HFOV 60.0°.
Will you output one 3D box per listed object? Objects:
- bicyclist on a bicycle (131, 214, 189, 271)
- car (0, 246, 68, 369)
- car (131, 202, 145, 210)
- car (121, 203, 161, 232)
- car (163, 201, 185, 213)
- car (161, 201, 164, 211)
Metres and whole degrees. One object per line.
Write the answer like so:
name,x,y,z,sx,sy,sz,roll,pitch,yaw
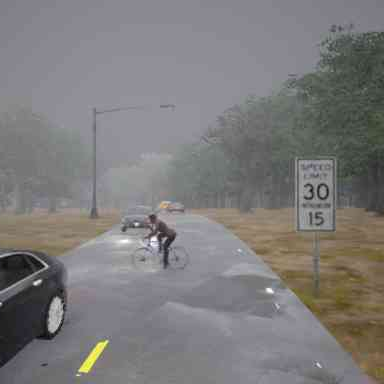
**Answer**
bicyclist on a bicycle,-0.933,1.455,9.523,1.656,1.620,0.582,-2,0,1
car,-3.081,1.504,3.821,1.837,1.490,4.892,0,0,2
car,-10.153,2.679,62.016,1.994,1.385,4.181,1,-3,-16
car,-3.059,1.514,20.091,1.837,1.490,4.892,0,-1,-3
car,-2.107,1.891,41.283,1.994,1.385,4.181,0,-2,-10
car,-4.025,2.113,51.033,1.882,1.535,5.008,0,-2,-12
